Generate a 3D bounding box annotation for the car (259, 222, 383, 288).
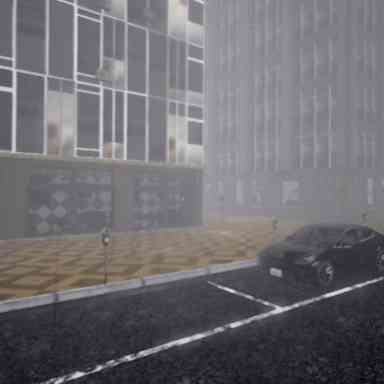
[{"bbox_3d":[3.796,1.555,9.257,4.313,1.339,1.947,0,1,-35],"label":"car"}]
